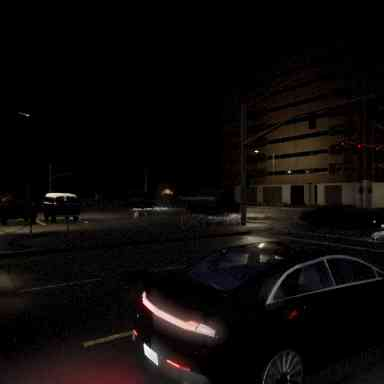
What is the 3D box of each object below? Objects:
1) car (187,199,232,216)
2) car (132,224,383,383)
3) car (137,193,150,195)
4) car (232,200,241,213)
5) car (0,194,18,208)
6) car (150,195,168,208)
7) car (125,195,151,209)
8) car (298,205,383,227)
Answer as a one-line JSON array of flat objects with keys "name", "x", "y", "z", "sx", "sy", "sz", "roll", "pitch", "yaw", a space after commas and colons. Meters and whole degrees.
[{"name": "car", "x": 1.418, "y": 1.533, "z": 33.122, "sx": 1.882, "sy": 1.535, "sz": 5.008, "roll": 0, "pitch": 0, "yaw": -33}, {"name": "car", "x": 1.573, "y": 1.492, "z": 4.865, "sx": 4.902, "sy": 1.511, "sz": 2.128, "roll": 0, "pitch": 0, "yaw": -34}, {"name": "car", "x": -10.459, "y": 1.277, "z": 69.482, "sx": 2.150, "sy": 2.045, "sz": 5.566, "roll": 0, "pitch": 0, "yaw": -34}, {"name": "car", "x": 3.754, "y": 1.561, "z": 35.911, "sx": 1.837, "sy": 1.490, "sz": 4.892, "roll": 0, "pitch": 0, "yaw": -34}, {"name": "car", "x": -31.448, "y": 1.209, "z": 56.535, "sx": 1.932, "sy": 1.855, "sz": 4.605, "roll": 0, "pitch": 0, "yaw": -34}, {"name": "car", "x": -5.314, "y": 1.619, "z": 49.215, "sx": 1.994, "sy": 1.385, "sz": 4.181, "roll": 0, "pitch": 0, "yaw": -34}, {"name": "car", "x": -7.944, "y": 1.581, "z": 46.861, "sx": 1.812, "sy": 1.442, "sz": 4.674, "roll": 0, "pitch": 0, "yaw": -34}, {"name": "car", "x": 9.474, "y": 1.574, "z": 21.324, "sx": 2.033, "sy": 1.411, "sz": 5.357, "roll": 0, "pitch": 0, "yaw": -34}]
